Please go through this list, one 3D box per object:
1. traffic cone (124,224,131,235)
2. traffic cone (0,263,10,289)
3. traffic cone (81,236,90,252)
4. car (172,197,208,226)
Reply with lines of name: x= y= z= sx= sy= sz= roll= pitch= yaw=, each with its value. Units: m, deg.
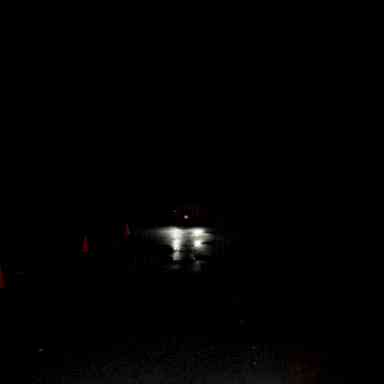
traffic cone: x=-3.553 y=2.061 z=18.189 sx=0.340 sy=0.580 sz=0.340 roll=0 pitch=0 yaw=8
traffic cone: x=-4.658 y=1.994 z=8.031 sx=0.340 sy=0.580 sz=0.340 roll=0 pitch=0 yaw=4
traffic cone: x=-4.205 y=2.027 z=13.120 sx=0.340 sy=0.580 sz=0.340 roll=0 pitch=0 yaw=6
car: x=-0.002 y=1.412 z=25.911 sx=2.150 sy=2.045 sz=5.566 roll=1 pitch=-1 yaw=9
